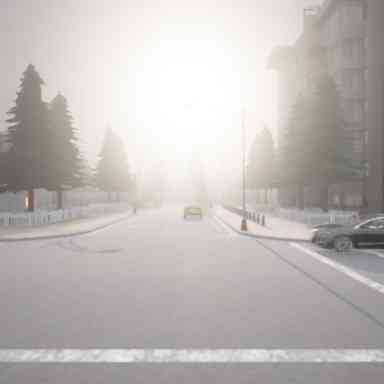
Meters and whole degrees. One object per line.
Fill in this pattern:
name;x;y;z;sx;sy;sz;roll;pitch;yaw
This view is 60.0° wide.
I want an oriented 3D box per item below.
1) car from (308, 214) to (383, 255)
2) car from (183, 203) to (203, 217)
car;7.234;1.626;13.246;4.902;1.511;2.128;0;-1;5
car;0.110;1.879;35.889;1.882;1.535;5.008;0;-1;0
